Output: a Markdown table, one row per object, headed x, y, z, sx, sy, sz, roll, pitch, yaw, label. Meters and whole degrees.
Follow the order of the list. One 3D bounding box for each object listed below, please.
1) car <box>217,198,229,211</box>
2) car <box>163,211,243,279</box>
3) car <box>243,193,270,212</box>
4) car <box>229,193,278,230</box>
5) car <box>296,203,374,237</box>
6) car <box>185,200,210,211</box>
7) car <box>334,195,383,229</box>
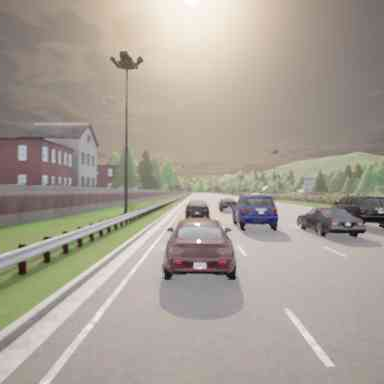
| x | y | z | sx | sy | sz | roll | pitch | yaw | label |
| --- | --- | --- | --- | --- | --- | --- | --- | --- | --- |
| 4.079 | 1.436 | 38.703 | 1.837 | 1.490 | 4.892 | 0 | 0 | 1 | car |
| 0.210 | 1.504 | 9.846 | 1.812 | 1.442 | 4.674 | 0 | 0 | 1 | car |
| 7.590 | 1.170 | 39.505 | 2.150 | 2.045 | 5.566 | 0 | 0 | 1 | car |
| 3.855 | 1.195 | 20.973 | 2.150 | 2.045 | 5.566 | 0 | 0 | 1 | car |
| 7.316 | 1.545 | 18.038 | 2.033 | 1.411 | 5.357 | 0 | 0 | 1 | car |
| 0.435 | 1.416 | 27.491 | 1.882 | 1.535 | 5.008 | 0 | 0 | 1 | car |
| 10.864 | 1.229 | 21.759 | 2.150 | 2.045 | 5.566 | 0 | 0 | 1 | car |
